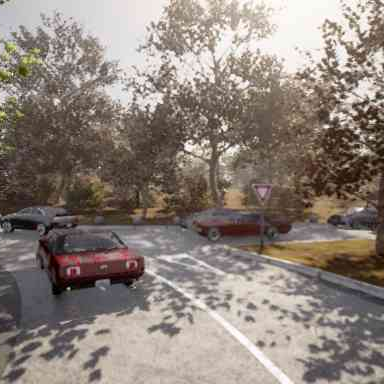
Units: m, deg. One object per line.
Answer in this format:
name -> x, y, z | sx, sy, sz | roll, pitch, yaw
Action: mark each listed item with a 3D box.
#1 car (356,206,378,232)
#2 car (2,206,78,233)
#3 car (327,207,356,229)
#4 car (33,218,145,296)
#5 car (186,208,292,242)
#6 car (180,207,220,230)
car -> 12.293, 1.588, 19.015 | 4.902, 1.511, 2.128 | 1, 0, -18
car -> -8.457, 1.525, 18.403 | 4.902, 1.511, 2.128 | 0, 0, 30
car -> 11.141, 1.660, 22.071 | 4.181, 1.385, 1.994 | 0, 0, -19
car -> -2.944, 1.613, 8.861 | 1.895, 1.301, 4.718 | 0, 0, -29
car -> 2.326, 1.622, 16.287 | 4.718, 1.301, 1.895 | 0, 0, -12
car -> 1.427, 1.588, 19.094 | 4.181, 1.385, 1.994 | 0, 0, -16
